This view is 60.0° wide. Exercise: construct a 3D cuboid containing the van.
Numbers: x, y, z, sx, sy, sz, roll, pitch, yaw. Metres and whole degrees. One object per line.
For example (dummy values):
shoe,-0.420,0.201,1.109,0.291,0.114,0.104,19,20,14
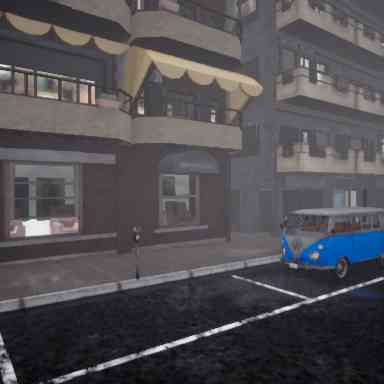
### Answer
van,4.273,1.338,9.619,3.998,1.788,1.690,0,0,-35
